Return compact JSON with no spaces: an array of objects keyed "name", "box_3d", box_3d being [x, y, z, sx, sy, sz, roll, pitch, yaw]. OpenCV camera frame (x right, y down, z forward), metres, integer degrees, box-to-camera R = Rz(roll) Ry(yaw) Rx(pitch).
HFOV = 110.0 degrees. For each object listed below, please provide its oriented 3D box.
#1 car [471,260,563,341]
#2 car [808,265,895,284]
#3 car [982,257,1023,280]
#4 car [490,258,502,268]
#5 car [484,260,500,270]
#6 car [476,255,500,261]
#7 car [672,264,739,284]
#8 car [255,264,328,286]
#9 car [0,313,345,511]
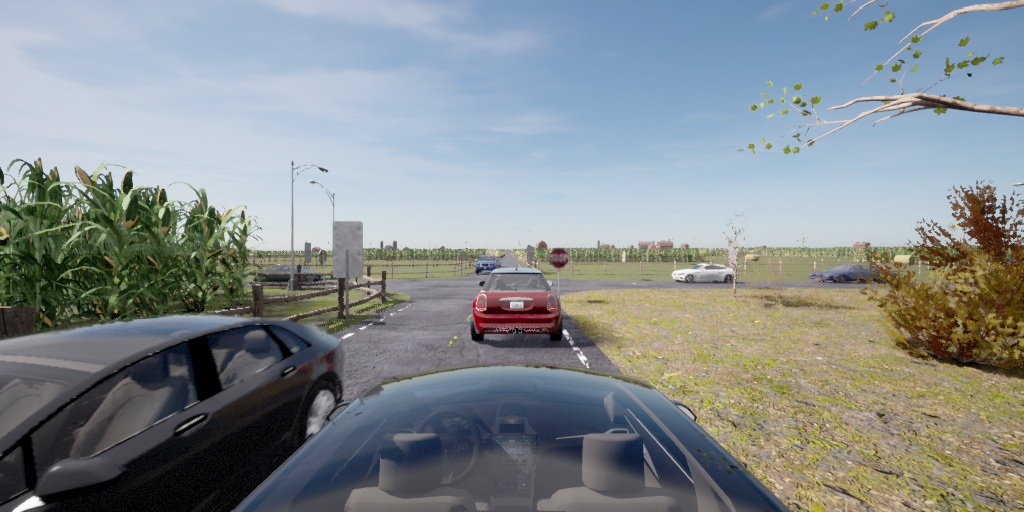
[{"name":"car","box_3d":[0.110,1.100,10.017,2.097,1.767,4.553,0,0,0]},{"name":"car","box_3d":[25.579,1.352,27.069,5.357,1.411,2.033,0,0,0]},{"name":"car","box_3d":[39.131,1.064,27.055,5.566,2.045,2.150,0,0,1]},{"name":"car","box_3d":[-2.726,1.151,61.054,1.837,1.490,4.892,0,0,1]},{"name":"car","box_3d":[-2.772,1.244,50.668,1.994,1.385,4.181,0,0,0]},{"name":"car","box_3d":[-2.821,0.927,40.742,2.150,2.045,5.566,0,0,1]},{"name":"car","box_3d":[14.541,1.298,27.057,4.674,1.442,1.812,0,0,0]},{"name":"car","box_3d":[-14.747,1.261,24.084,4.181,1.385,1.994,0,0,2]},{"name":"car","box_3d":[-2.845,1.255,2.262,1.837,1.490,4.892,0,0,0]}]
